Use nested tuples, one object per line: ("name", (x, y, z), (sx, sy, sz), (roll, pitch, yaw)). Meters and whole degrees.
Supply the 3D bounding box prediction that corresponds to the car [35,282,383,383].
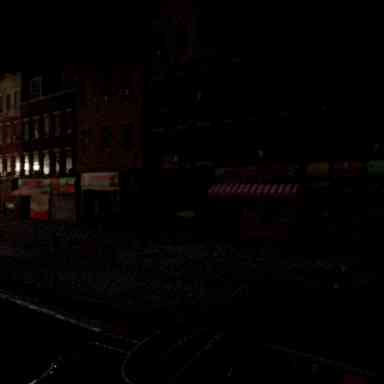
("car", (0.604, 1.442, 2.368), (4.097, 1.590, 1.967), (0, 0, 35))
